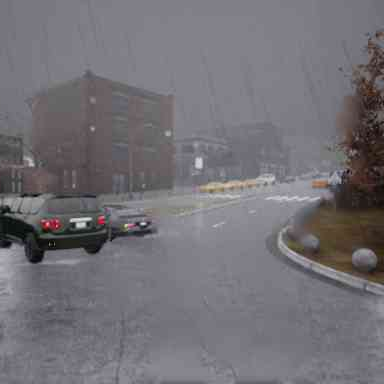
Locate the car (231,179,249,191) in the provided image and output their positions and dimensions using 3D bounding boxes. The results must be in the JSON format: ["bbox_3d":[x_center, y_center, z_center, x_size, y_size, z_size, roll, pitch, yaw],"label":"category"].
[{"bbox_3d":[6.290,-1.090,51.161,1.946,1.575,5.366,1,5,37],"label":"car"}]

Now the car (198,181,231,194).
[{"bbox_3d":[2.938,-0.692,46.789,1.946,1.575,5.366,1,5,38],"label":"car"}]

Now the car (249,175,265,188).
[{"bbox_3d":[9.635,-1.487,55.540,1.946,1.575,5.366,1,5,37],"label":"car"}]

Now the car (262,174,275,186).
[{"bbox_3d":[13.146,-2.151,60.126,2.435,2.045,5.566,1,5,37],"label":"car"}]

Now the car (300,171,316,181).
[{"bbox_3d":[26.555,-3.487,77.688,2.231,1.521,4.892,1,5,37],"label":"car"}]

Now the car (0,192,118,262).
[{"bbox_3d":[-5.040,1.009,11.580,2.150,2.045,5.566,-1,1,-43],"label":"car"}]

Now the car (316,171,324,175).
[{"bbox_3d":[29.870,-4.133,82.024,2.435,2.045,5.566,1,5,37],"label":"car"}]

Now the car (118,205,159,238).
[{"bbox_3d":[-3.846,1.282,14.875,5.357,1.411,2.033,1,1,41],"label":"car"}]

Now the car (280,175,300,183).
[{"bbox_3d":[19.839,-2.663,68.904,2.163,1.488,4.792,1,5,37],"label":"car"}]

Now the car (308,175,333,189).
[{"bbox_3d":[18.981,-1.279,48.358,1.882,1.535,5.008,1,5,37],"label":"car"}]
